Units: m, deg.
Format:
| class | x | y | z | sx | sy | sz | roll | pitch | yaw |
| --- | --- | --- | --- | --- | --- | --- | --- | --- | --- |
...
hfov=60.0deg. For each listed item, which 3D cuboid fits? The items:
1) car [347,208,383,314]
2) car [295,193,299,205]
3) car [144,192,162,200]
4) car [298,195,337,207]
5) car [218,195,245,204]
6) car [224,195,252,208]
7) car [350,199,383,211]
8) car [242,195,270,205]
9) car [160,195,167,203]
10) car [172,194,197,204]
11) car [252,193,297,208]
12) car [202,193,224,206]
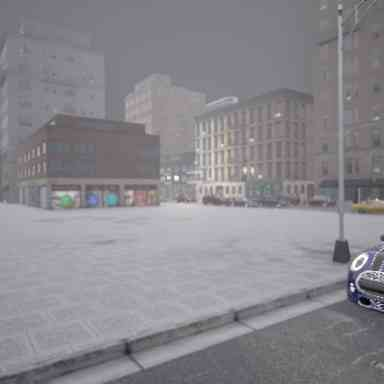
| class | x | y | z | sx | sy | sz | roll | pitch | yaw |
| --- | --- | --- | --- | --- | --- | --- | --- | --- | --- |
| car | 5.116 | 1.293 | 6.630 | 4.553 | 1.767 | 2.097 | -1 | 0 | -35 |
| car | 13.328 | 1.008 | 48.074 | 2.192 | 1.841 | 5.009 | -1 | 0 | -35 |
| car | -9.396 | 0.999 | 80.545 | 2.192 | 1.841 | 5.009 | -1 | 0 | -35 |
| car | 16.575 | 1.134 | 43.436 | 1.967 | 1.590 | 4.097 | -1 | 0 | -35 |
| car | 6.740 | 1.215 | 57.492 | 1.752 | 1.417 | 4.829 | -1 | 0 | -35 |
| car | 6.755 | 1.341 | 43.475 | 2.008 | 1.369 | 4.403 | -1 | 0 | -35 |
| car | 16.591 | 1.320 | 29.419 | 1.752 | 1.417 | 4.829 | -1 | 0 | -35 |
| car | 10.084 | 1.257 | 52.714 | 1.947 | 1.339 | 4.313 | -1 | 0 | -35 |
| car | -6.230 | 1.366 | 62.031 | 1.802 | 1.307 | 4.206 | -1 | 0 | -35 |
| car | -1.004 | 1.118 | 59.158 | 2.097 | 1.767 | 4.553 | -1 | 0 | -35 |
| car | 10.493 | 1.264 | 42.564 | 1.837 | 1.490 | 4.892 | -1 | 1 | -35 |
| car | 3.507 | 1.103 | 48.112 | 2.192 | 1.841 | 5.009 | -1 | 0 | -35 |
